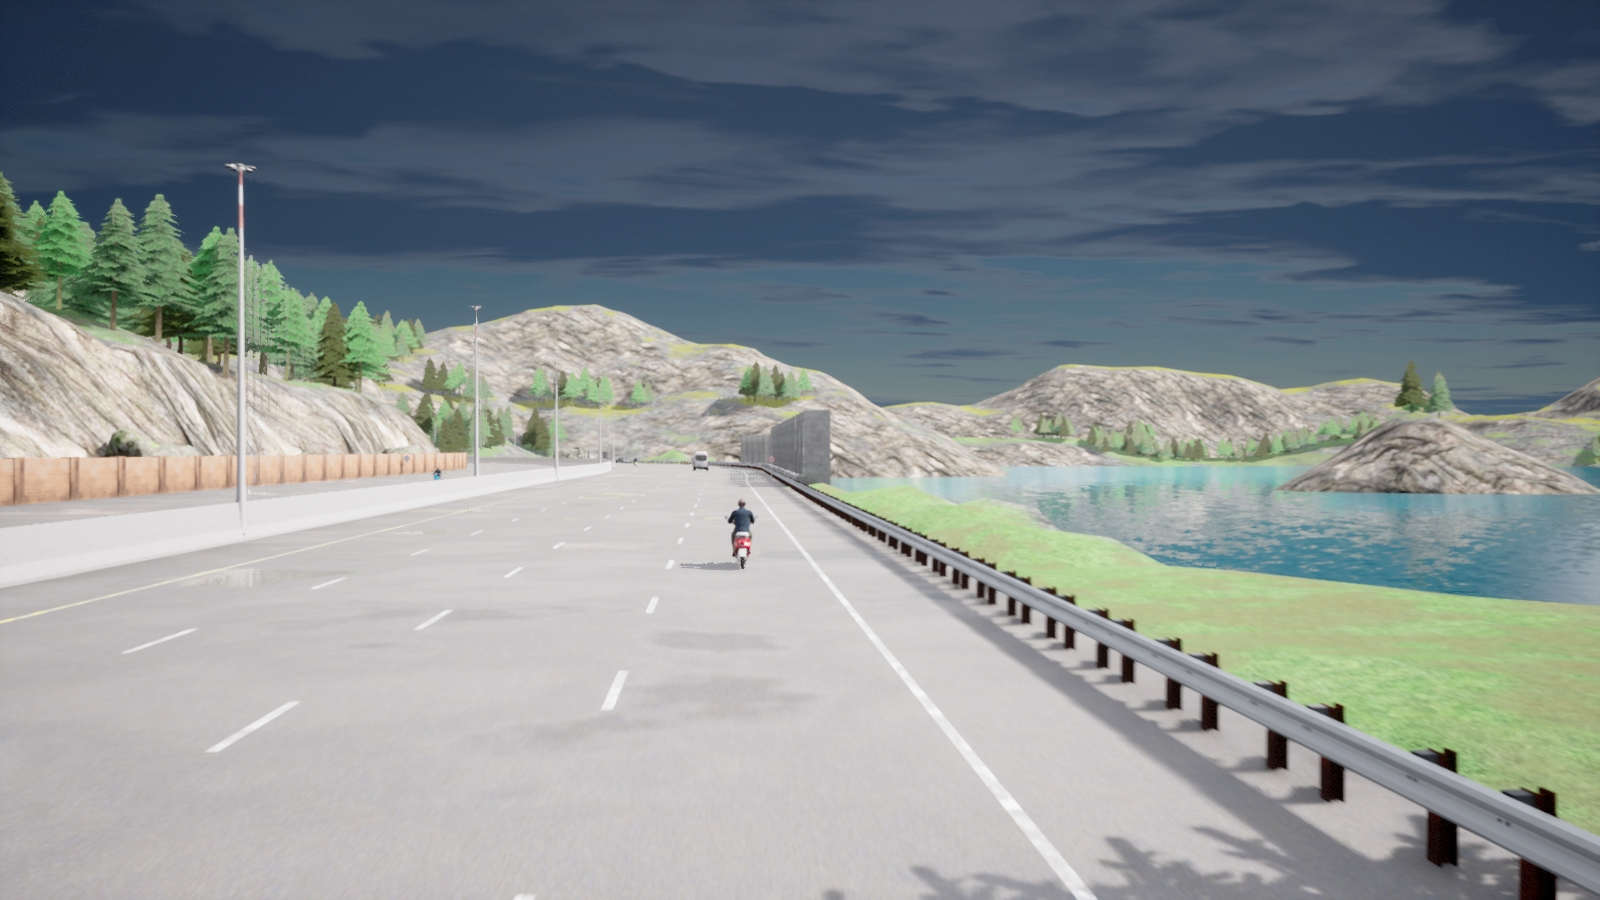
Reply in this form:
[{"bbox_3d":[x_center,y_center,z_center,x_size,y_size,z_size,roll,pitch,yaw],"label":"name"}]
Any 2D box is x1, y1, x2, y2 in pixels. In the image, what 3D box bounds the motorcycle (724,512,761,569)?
[{"bbox_3d":[-1.406,2.172,27.625,0.856,1.236,1.805,0,0,-4],"label":"motorcycle"}]
